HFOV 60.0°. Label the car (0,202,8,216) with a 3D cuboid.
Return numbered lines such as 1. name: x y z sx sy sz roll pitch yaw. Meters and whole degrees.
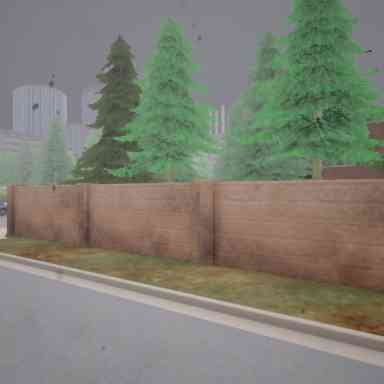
1. car: -17.472 1.526 33.034 1.812 1.442 4.674 0 0 35
